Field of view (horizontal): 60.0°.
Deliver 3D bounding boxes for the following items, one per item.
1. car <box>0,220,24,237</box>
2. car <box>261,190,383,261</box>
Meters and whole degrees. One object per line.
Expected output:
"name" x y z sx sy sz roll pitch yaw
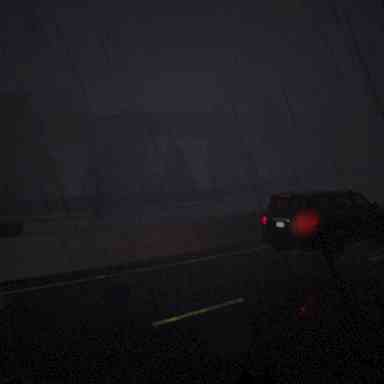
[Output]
"car" -9.891 1.600 14.101 4.718 1.301 1.895 -1 0 -35
"car" 4.819 0.943 11.496 5.566 2.045 2.150 -3 2 -36
